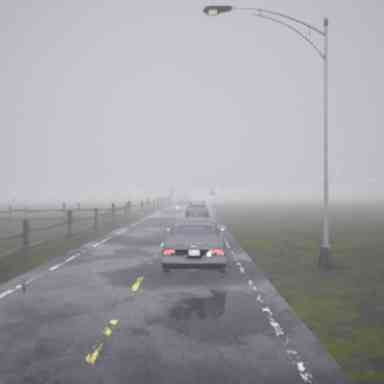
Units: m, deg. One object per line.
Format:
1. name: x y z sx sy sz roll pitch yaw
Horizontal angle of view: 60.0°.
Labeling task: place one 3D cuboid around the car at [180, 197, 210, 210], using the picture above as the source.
1. car: 0.450 1.433 27.789 2.128 1.511 4.902 0 0 2

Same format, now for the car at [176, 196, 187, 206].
1. car: -1.461 1.392 52.682 1.837 1.490 4.892 0 0 3

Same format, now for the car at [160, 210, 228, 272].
1. car: 0.098 1.525 10.657 2.033 1.411 5.357 0 0 1
